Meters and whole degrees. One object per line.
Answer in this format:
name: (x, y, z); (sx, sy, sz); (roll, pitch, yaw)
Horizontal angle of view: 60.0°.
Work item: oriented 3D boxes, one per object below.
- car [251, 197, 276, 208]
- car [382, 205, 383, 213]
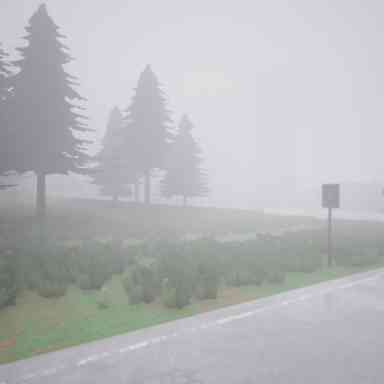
car: (10.415, 1.596, 48.834); (3.988, 1.617, 1.851); (0, 0, -35)
car: (21.988, 1.486, 36.369); (1.905, 1.878, 3.866); (0, 0, 24)
